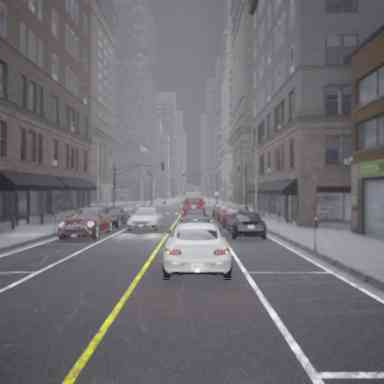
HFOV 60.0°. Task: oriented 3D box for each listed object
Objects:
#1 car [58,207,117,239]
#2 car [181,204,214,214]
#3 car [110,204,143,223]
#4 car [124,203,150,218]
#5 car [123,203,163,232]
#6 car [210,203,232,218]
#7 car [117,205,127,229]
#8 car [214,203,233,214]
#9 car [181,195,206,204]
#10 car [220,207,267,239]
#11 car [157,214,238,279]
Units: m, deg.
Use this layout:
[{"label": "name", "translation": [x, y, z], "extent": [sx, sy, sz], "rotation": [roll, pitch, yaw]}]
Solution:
[{"label": "car", "translation": [-5.685, 1.596, 18.025], "extent": [1.967, 1.590, 4.097], "rotation": [-1, -1, 0]}, {"label": "car", "translation": [0.207, 1.757, 22.096], "extent": [1.994, 1.385, 4.181], "rotation": [0, -1, 1]}, {"label": "car", "translation": [-5.626, 1.804, 29.034], "extent": [2.008, 1.369, 4.403], "rotation": [-1, -1, 0]}, {"label": "car", "translation": [-5.597, 1.847, 34.540], "extent": [1.887, 1.381, 4.507], "rotation": [-1, -1, 0]}, {"label": "car", "translation": [-2.973, 1.715, 21.747], "extent": [1.812, 1.442, 4.674], "rotation": [0, 0, 1]}, {"label": "car", "translation": [2.928, 1.849, 34.494], "extent": [1.887, 1.381, 4.507], "rotation": [-1, -1, 0]}, {"label": "car", "translation": [-5.655, 1.771, 23.529], "extent": [1.947, 1.339, 4.313], "rotation": [-1, -1, 0]}, {"label": "car", "translation": [2.870, 1.751, 23.484], "extent": [1.887, 1.381, 4.507], "rotation": [-1, -1, 0]}, {"label": "car", "translation": [0.164, 1.504, 32.114], "extent": [2.150, 2.045, 5.566], "rotation": [0, -1, 0]}, {"label": "car", "translation": [2.841, 1.724, 17.979], "extent": [1.947, 1.339, 4.313], "rotation": [-1, -1, 0]}, {"label": "car", "translation": [0.142, 1.614, 10.195], "extent": [1.812, 1.442, 4.674], "rotation": [0, 0, 0]}]
